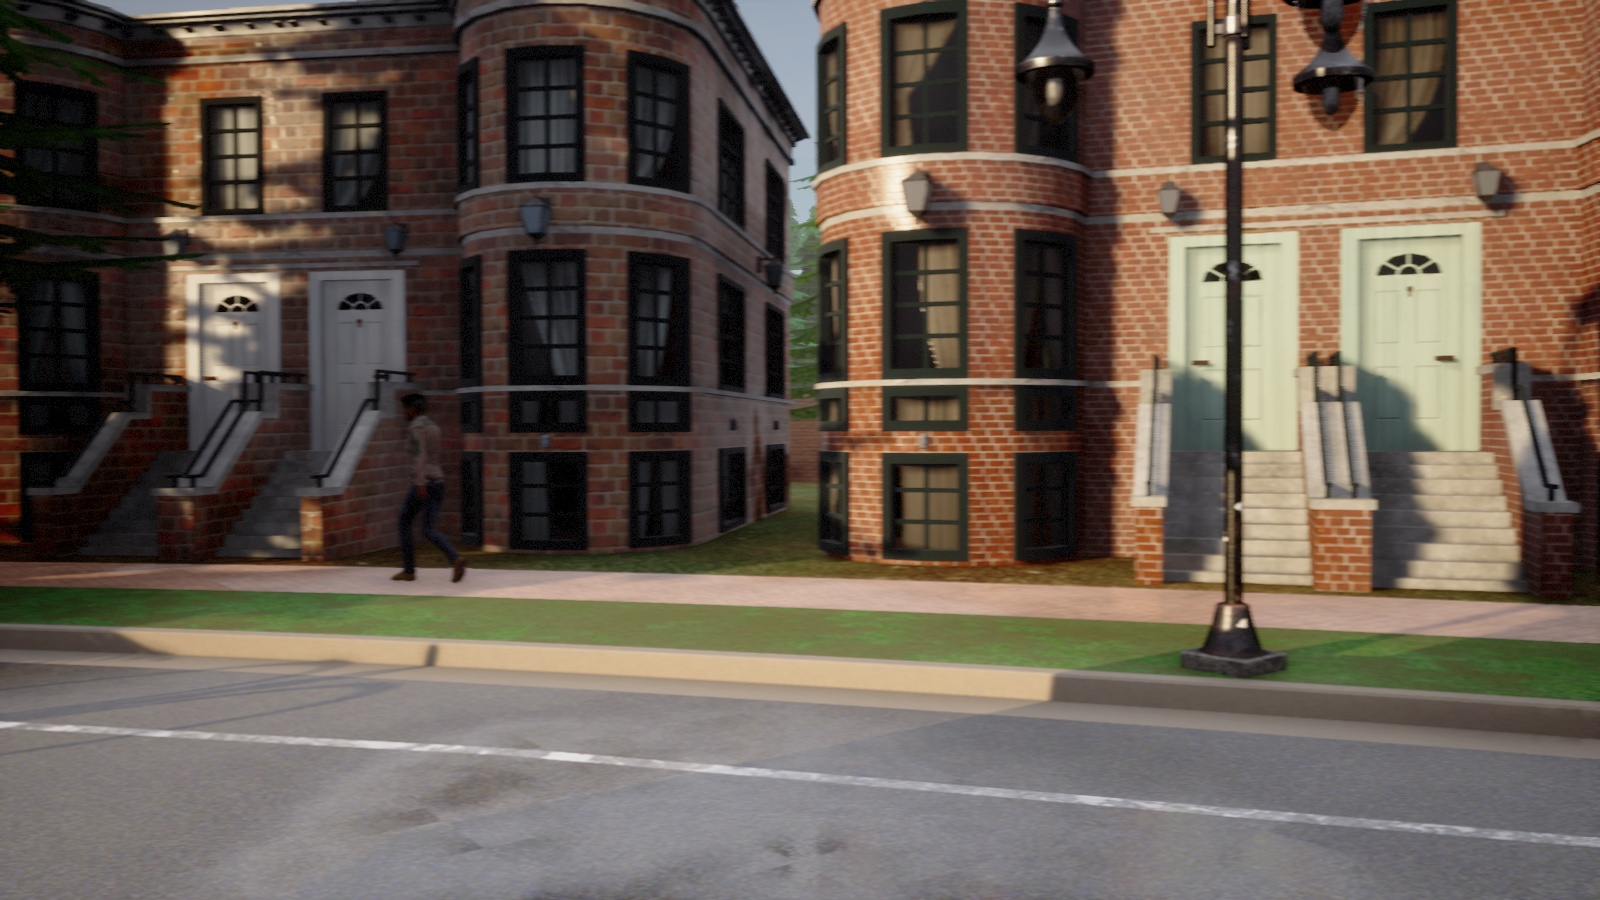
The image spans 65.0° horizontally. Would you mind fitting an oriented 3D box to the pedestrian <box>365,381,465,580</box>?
[{"bbox_3d":[-3.587,0.274,11.692,0.869,1.805,0.328,1,1,21],"label":"pedestrian"}]
